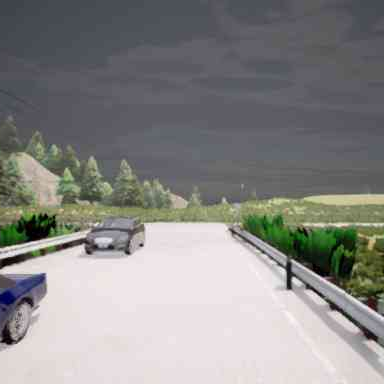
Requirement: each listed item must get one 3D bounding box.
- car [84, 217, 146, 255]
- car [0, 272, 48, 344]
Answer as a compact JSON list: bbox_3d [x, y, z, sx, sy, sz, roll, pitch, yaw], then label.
[{"bbox_3d":[-3.265,1.867,14.964,2.128,1.511,4.902,0,-3,2],"label":"car"},{"bbox_3d":[-3.531,1.625,3.742,1.895,1.301,4.718,0,-1,1],"label":"car"}]
